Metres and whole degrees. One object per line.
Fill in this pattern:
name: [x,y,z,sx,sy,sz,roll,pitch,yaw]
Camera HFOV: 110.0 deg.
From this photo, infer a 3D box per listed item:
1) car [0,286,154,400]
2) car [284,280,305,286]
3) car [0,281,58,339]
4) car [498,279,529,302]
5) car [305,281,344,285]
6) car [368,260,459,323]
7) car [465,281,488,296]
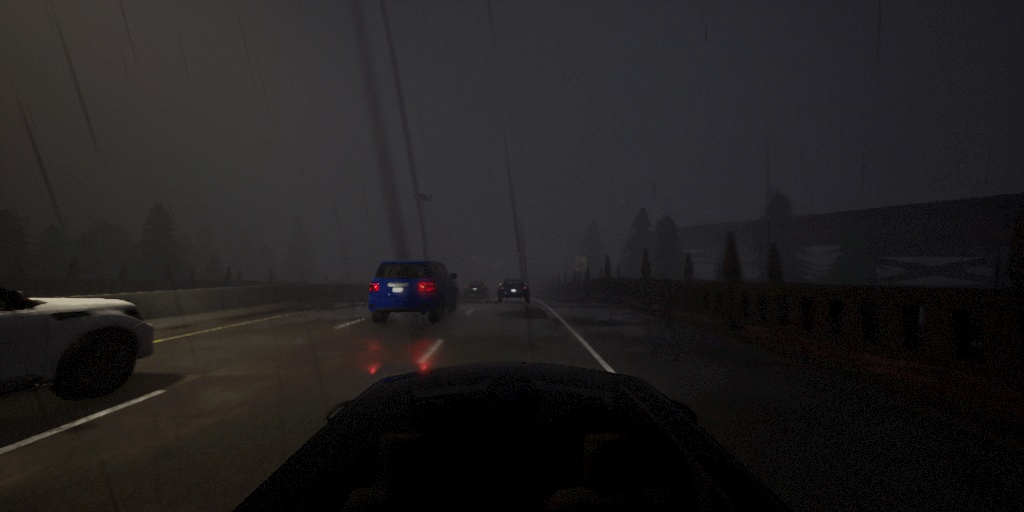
car: [-6.901,0.964,3.393,2.150,2.045,5.566,0,0,0]
car: [-21.089,3.115,35.080,1.837,1.490,4.892,0,-5,0]
car: [-14.101,1.372,7.633,2.033,1.411,5.357,0,-1,0]
car: [0.099,2.230,23.574,1.994,1.385,4.181,0,-5,0]
car: [-17.591,3.108,34.762,1.812,1.442,4.674,0,-5,0]
car: [-3.401,1.227,13.370,2.150,2.045,5.566,0,-3,0]
car: [-3.402,3.150,34.794,1.994,1.385,4.181,0,-5,0]
